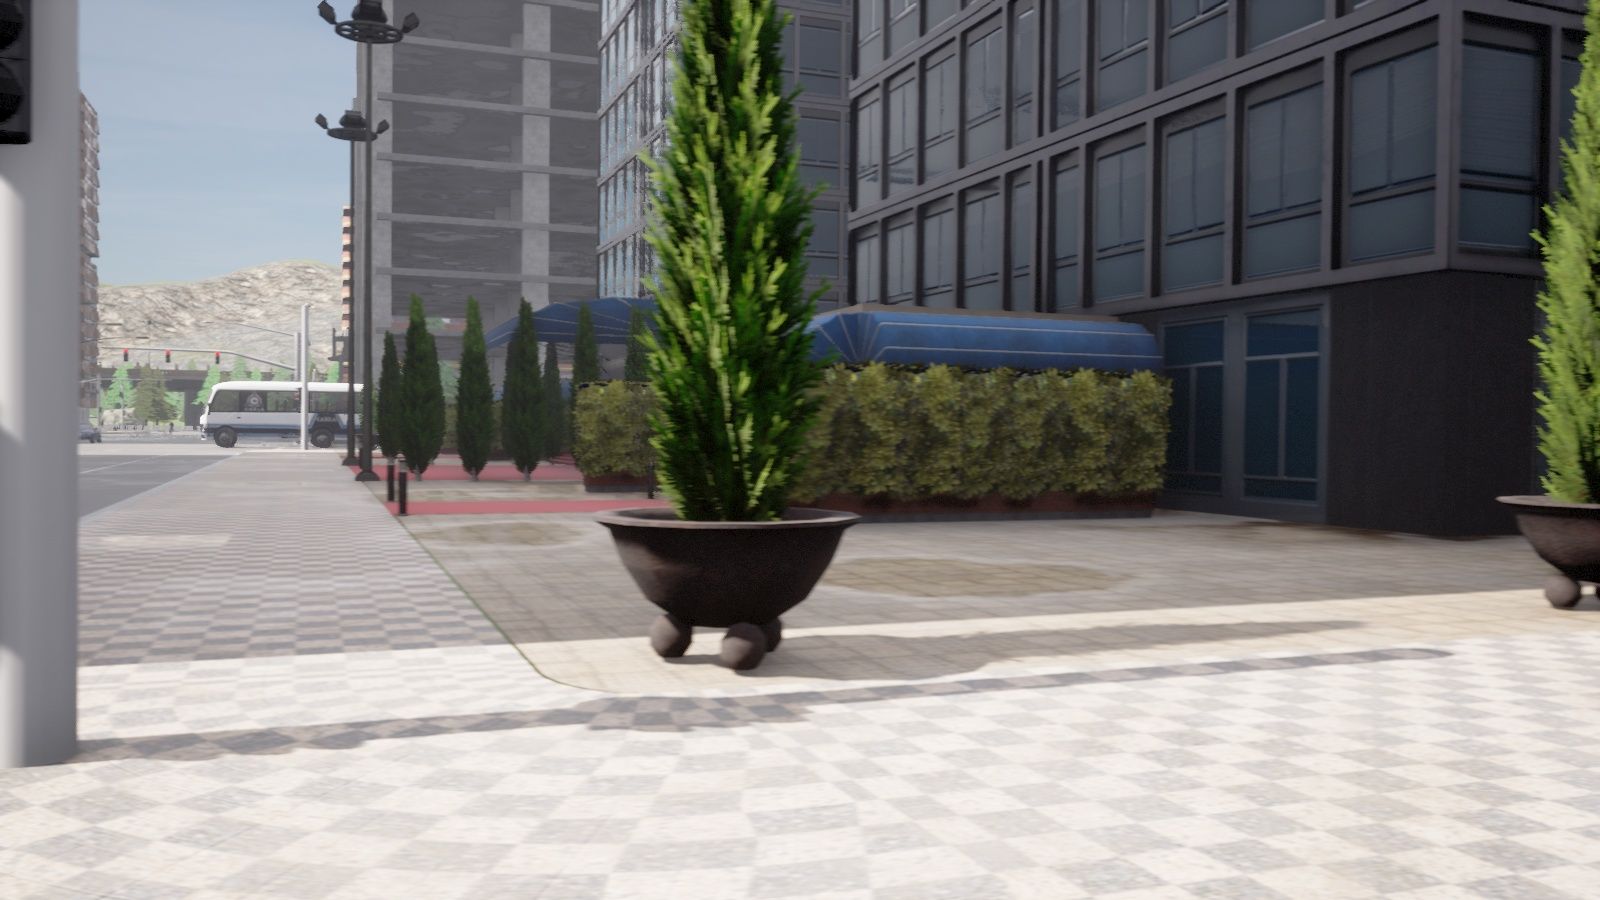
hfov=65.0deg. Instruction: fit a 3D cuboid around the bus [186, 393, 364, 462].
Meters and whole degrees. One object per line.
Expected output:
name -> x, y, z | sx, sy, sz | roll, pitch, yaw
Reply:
bus -> -33.526, -1.527, 80.613 | 10.273, 4.253, 3.944 | -1, 2, -22
